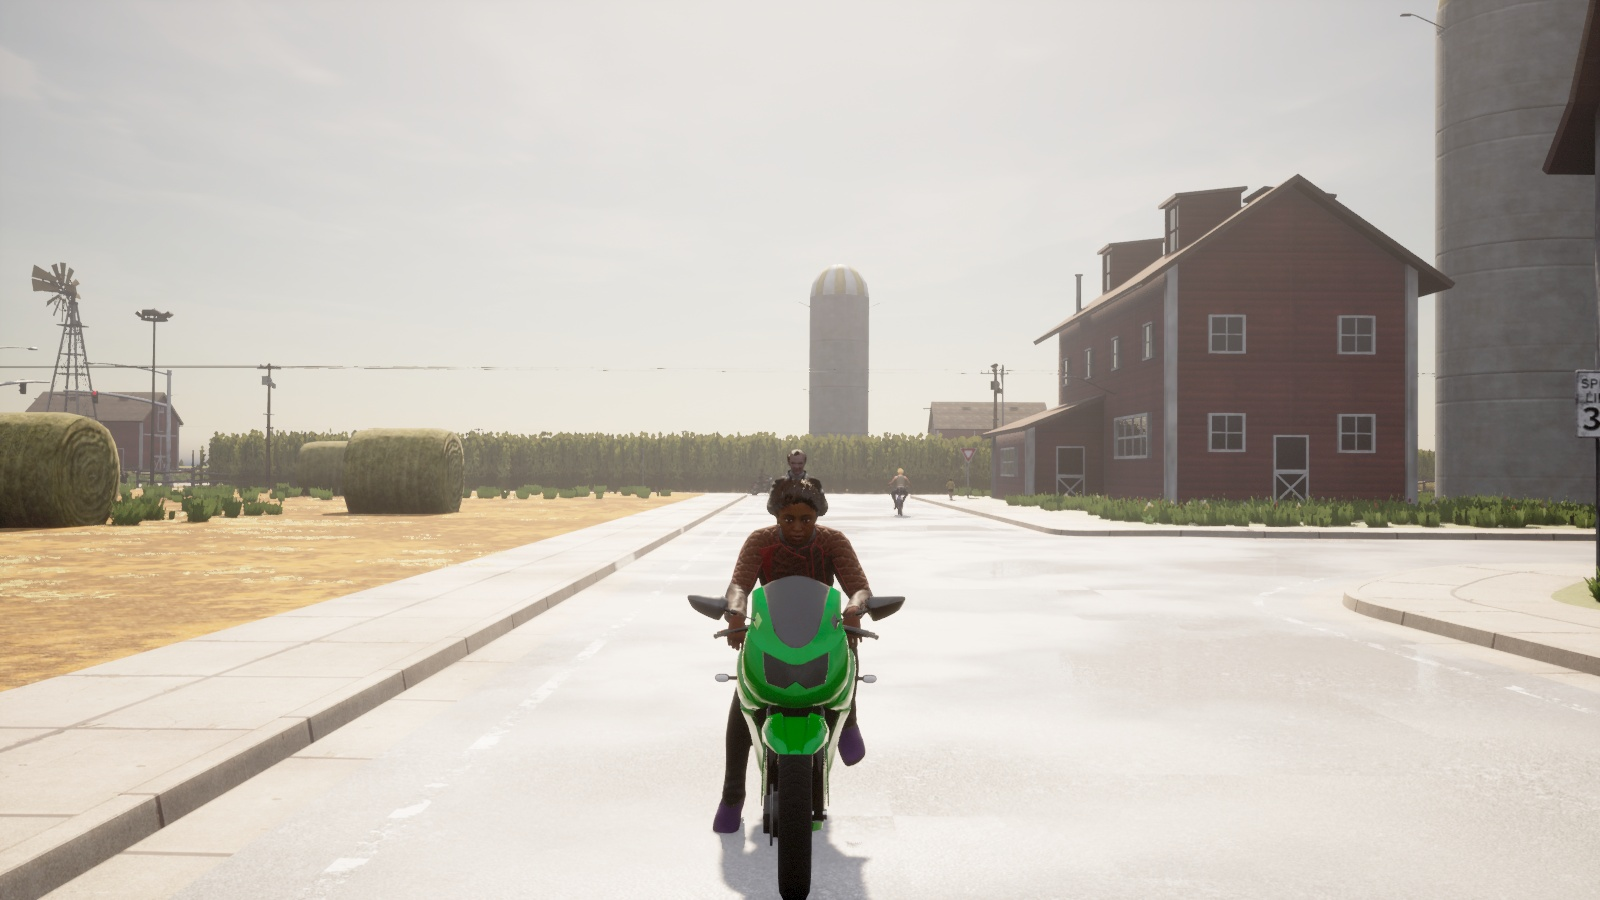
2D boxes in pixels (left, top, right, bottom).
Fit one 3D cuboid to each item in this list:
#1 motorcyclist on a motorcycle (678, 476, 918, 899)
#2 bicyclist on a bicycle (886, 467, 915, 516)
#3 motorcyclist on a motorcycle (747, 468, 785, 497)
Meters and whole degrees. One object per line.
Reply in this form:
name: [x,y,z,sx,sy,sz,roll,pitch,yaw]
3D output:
motorcyclist on a motorcycle: [-0.010,0.878,5.209,0.797,1.523,2.044,0,-1,0]
bicyclist on a bicycle: [3.388,1.394,42.561,0.866,1.612,1.509,0,-1,0]
motorcyclist on a motorcycle: [-1.985,1.888,73.020,2.350,1.649,0.766,-1,0,44]
